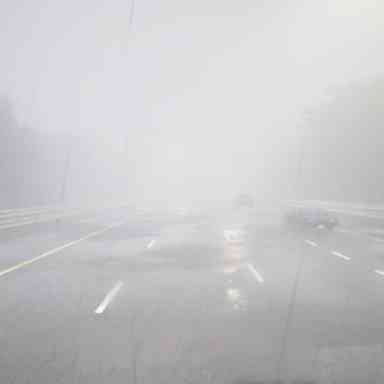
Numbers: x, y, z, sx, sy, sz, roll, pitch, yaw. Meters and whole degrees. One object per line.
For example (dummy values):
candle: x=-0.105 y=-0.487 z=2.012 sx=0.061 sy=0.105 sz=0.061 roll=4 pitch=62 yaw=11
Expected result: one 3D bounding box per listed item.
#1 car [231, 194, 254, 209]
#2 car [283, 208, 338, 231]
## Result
car: x=7.014 y=1.221 z=45.213 sx=2.150 sy=2.045 sz=5.566 roll=0 pitch=0 yaw=0
car: x=7.007 y=1.593 z=20.258 sx=1.895 sy=1.301 sz=4.718 roll=0 pitch=0 yaw=0
